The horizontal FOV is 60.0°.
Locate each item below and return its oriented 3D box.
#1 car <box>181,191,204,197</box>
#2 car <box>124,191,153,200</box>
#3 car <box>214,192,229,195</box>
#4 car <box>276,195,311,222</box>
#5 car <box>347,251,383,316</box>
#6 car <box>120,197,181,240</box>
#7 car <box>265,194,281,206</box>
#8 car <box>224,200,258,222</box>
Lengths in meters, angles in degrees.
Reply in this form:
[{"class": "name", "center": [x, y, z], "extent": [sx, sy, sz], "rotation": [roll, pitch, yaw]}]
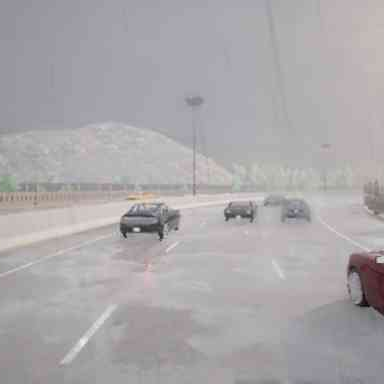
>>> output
[{"class": "car", "center": [0.130, 0.604, 50.953], "extent": [1.882, 1.535, 5.008], "rotation": [1, 1, 30]}, {"class": "car", "center": [-7.133, 0.694, 44.579], "extent": [1.882, 1.535, 5.008], "rotation": [1, 1, 25]}, {"class": "car", "center": [4.589, 0.674, 51.635], "extent": [2.033, 1.411, 5.357], "rotation": [1, 1, 32]}, {"class": "car", "center": [7.039, 1.176, 22.639], "extent": [2.033, 1.411, 5.357], "rotation": [0, 1, 16]}, {"class": "car", "center": [3.888, 1.407, 4.554], "extent": [1.882, 1.535, 5.008], "rotation": [0, 1, 3]}, {"class": "car", "center": [-1.756, 1.221, 15.432], "extent": [2.128, 1.511, 4.902], "rotation": [0, 1, 10]}, {"class": "car", "center": [9.984, 0.913, 39.395], "extent": [1.994, 1.385, 4.181], "rotation": [1, 1, 26]}, {"class": "car", "center": [3.460, 1.219, 22.730], "extent": [1.895, 1.301, 4.718], "rotation": [0, 1, 15]}]
